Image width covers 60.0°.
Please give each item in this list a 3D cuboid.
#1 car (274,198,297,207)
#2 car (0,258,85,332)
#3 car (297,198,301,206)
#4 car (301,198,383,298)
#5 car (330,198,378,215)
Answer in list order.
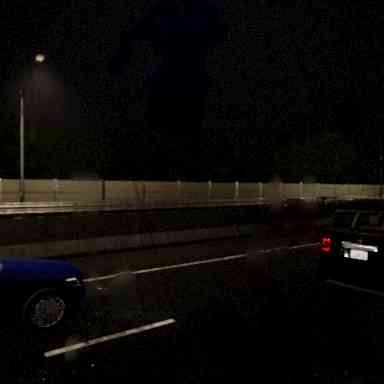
[{"bbox_3d":[11.387,1.381,37.897,4.674,1.442,1.812,0,0,-35],"label":"car"},{"bbox_3d":[-4.082,1.528,5.134,4.674,1.442,1.812,0,0,-35],"label":"car"},{"bbox_3d":[13.869,1.345,35.369,4.902,1.511,2.128,0,0,-35],"label":"car"},{"bbox_3d":[5.117,1.183,7.395,5.566,2.045,2.150,0,0,-35],"label":"car"},{"bbox_3d":[15.930,1.344,32.540,4.902,1.511,2.128,0,0,-35],"label":"car"}]
